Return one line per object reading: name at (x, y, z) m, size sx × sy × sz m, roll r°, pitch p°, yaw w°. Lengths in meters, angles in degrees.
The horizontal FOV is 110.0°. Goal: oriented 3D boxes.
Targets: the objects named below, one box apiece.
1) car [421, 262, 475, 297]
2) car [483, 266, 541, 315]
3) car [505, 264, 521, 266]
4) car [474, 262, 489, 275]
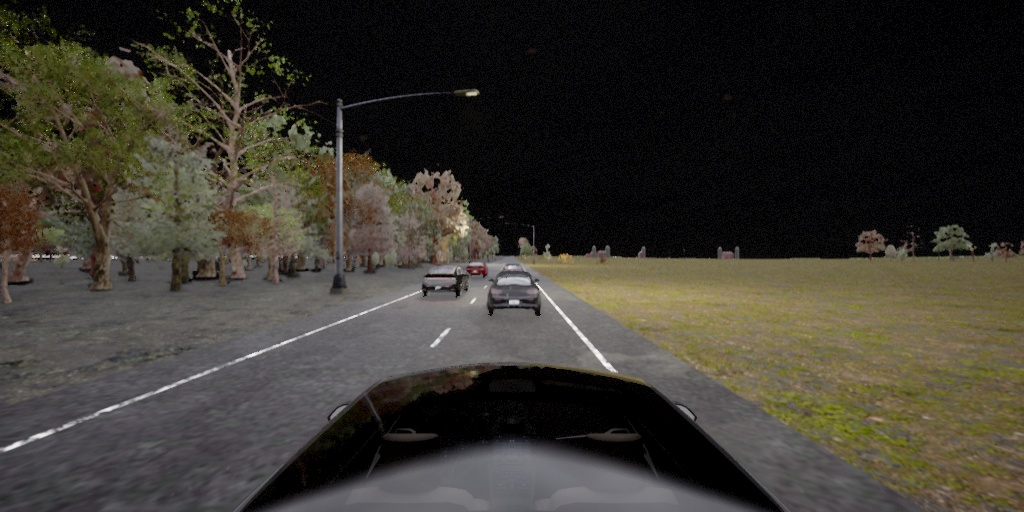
car at (-3.405, 1.270, 18.970) m, size 2.128 × 1.511 × 4.902 m, roll 0°, pitch 0°, yaw 0°
car at (0.078, 1.296, 13.662) m, size 1.812 × 1.442 × 4.674 m, roll 0°, pitch 0°, yaw 0°
car at (0.077, 1.346, 29.191) m, size 2.033 × 1.411 × 5.357 m, roll 0°, pitch 0°, yaw 0°
car at (-3.400, 1.287, 35.505) m, size 1.882 × 1.535 × 5.008 m, roll 0°, pitch 0°, yaw 0°
